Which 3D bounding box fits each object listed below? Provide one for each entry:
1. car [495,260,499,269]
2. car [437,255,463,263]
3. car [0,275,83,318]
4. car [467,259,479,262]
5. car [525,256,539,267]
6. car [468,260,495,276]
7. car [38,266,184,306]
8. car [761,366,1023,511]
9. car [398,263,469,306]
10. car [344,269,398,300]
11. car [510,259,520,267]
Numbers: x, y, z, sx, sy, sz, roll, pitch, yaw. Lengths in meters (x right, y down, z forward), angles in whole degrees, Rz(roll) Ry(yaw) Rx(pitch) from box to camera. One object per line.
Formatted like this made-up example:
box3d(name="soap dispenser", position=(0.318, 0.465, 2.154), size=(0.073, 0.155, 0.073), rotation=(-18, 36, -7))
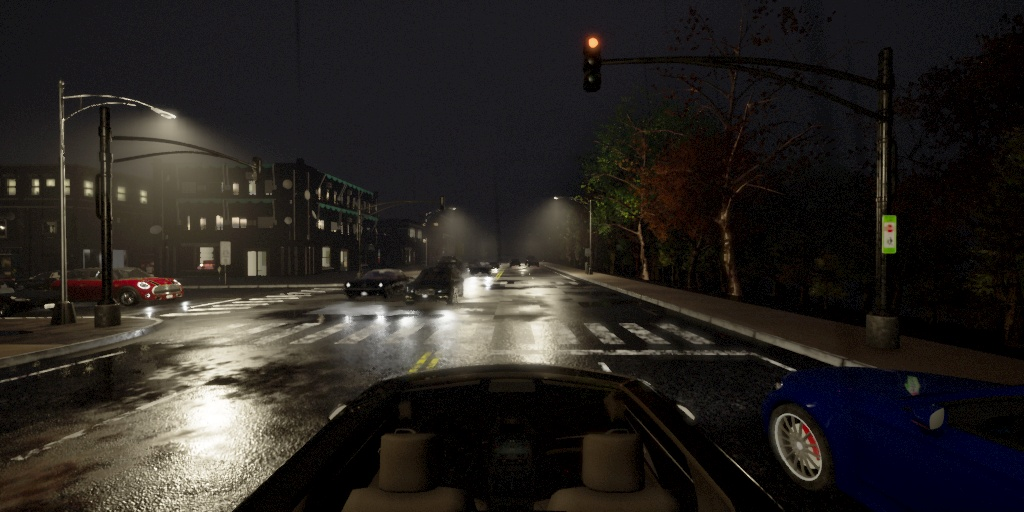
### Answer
box3d(name="car", position=(-2.936, 1.296, 53.845), size=(1.994, 1.385, 4.181), rotation=(0, 0, 1))
box3d(name="car", position=(-6.330, 0.960, 36.688), size=(2.150, 2.045, 5.566), rotation=(0, 0, 0))
box3d(name="car", position=(-19.857, 1.565, 13.749), size=(4.313, 1.339, 1.948), rotation=(0, 0, 1))
box3d(name="car", position=(-6.135, 1.234, 58.662), size=(1.837, 1.490, 4.892), rotation=(0, 0, 1))
box3d(name="car", position=(3.839, 1.203, 64.633), size=(1.882, 1.535, 5.008), rotation=(0, 0, 1))
box3d(name="car", position=(-3.081, 1.339, 36.799), size=(1.895, 1.301, 4.718), rotation=(0, 0, 0))
box3d(name="car", position=(-17.993, 1.302, 16.466), size=(4.553, 1.767, 2.097), rotation=(-1, 1, 0))
box3d(name="car", position=(3.354, 1.276, 1.567), size=(1.812, 1.442, 4.674), rotation=(0, 0, 1))
box3d(name="car", position=(-3.243, 1.252, 15.839), size=(1.837, 1.490, 4.892), rotation=(0, 0, 0))
box3d(name="car", position=(-6.478, 1.347, 17.934), size=(1.895, 1.301, 4.718), rotation=(0, 0, 0))
box3d(name="car", position=(0.589, 1.230, 64.793), size=(1.837, 1.490, 4.892), rotation=(0, 0, 0))
